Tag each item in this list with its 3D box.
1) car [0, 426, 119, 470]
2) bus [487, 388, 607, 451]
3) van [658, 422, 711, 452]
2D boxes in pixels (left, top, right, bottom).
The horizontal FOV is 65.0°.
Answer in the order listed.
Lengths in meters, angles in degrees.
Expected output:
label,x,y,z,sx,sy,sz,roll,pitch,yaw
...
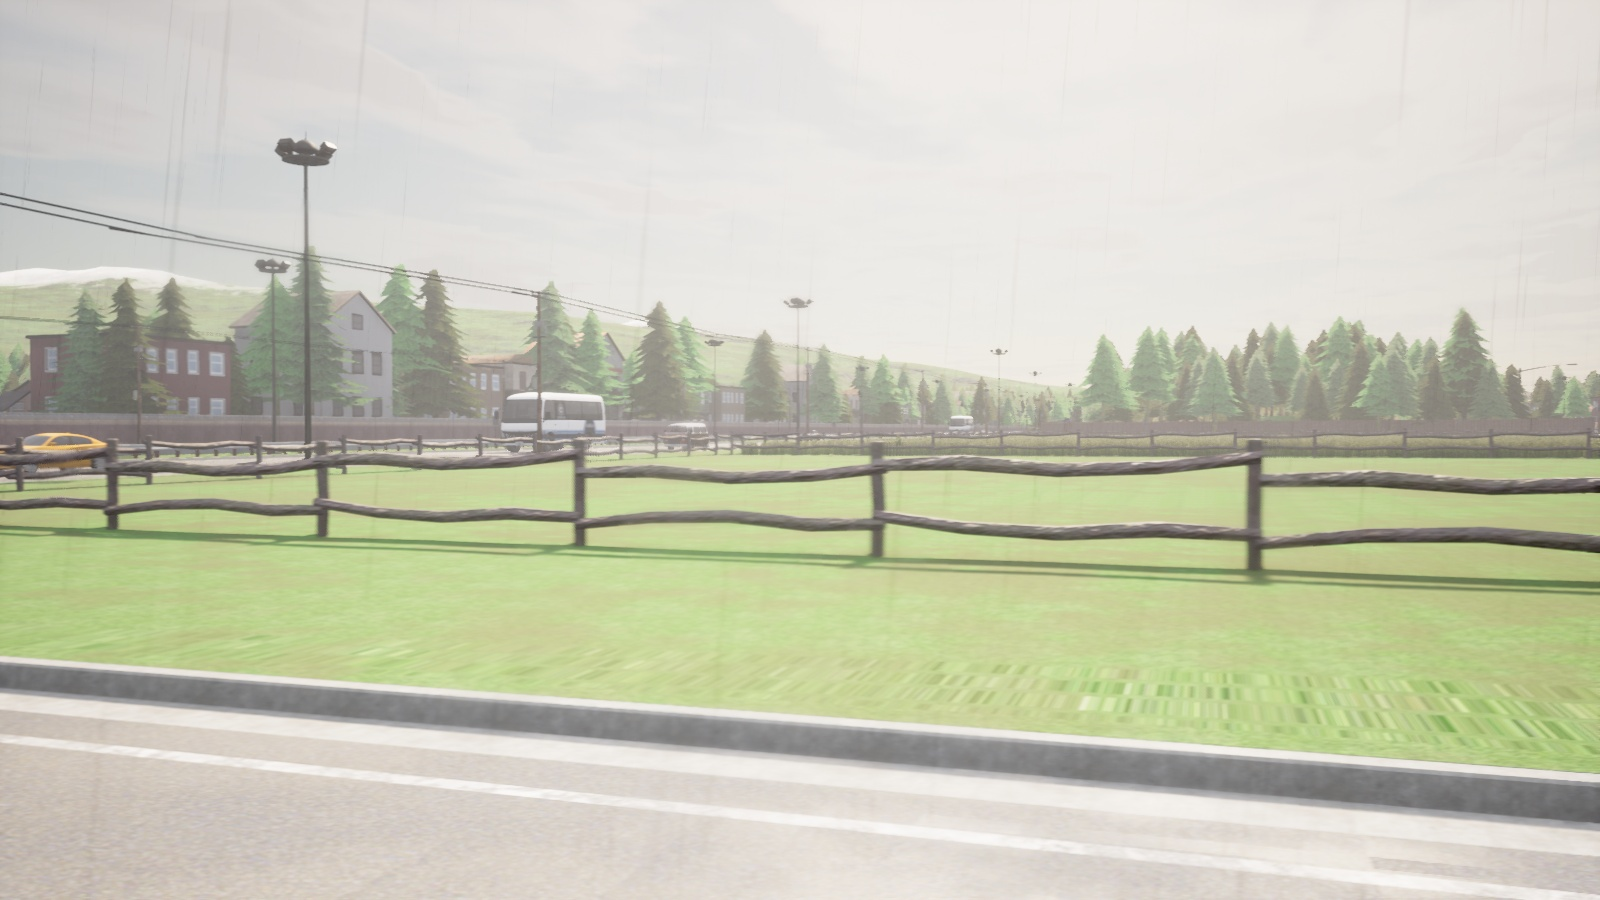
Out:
label,x,y,z,sx,sy,sz,roll,pitch,yaw
car,-28.469,-0.117,47.342,1.882,1.535,5.008,1,1,18
bus,-17.992,-2.125,90.310,3.944,4.253,10.273,1,1,18
van,-7.979,-0.920,87.184,2.069,2.038,4.480,1,0,18
